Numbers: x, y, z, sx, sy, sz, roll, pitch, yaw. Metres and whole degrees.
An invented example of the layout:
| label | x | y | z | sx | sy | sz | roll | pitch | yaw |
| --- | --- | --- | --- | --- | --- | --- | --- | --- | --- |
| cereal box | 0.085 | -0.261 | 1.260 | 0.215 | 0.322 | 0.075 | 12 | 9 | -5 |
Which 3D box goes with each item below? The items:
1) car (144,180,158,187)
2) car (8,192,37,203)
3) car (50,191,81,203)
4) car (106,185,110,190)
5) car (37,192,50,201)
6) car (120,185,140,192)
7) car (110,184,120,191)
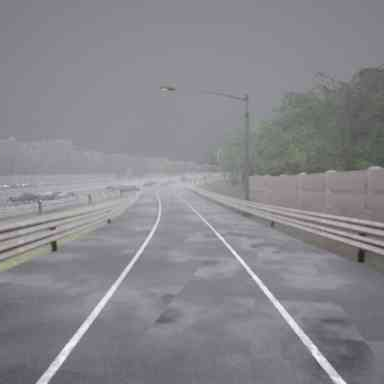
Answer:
| label | x | y | z | sx | sy | sz | roll | pitch | yaw |
| --- | --- | --- | --- | --- | --- | --- | --- | --- | --- |
| car | -11.771 | -2.411 | 93.303 | 2.097 | 1.767 | 4.553 | 0 | 4 | 12 |
| car | -24.586 | 0.726 | 49.082 | 2.033 | 1.411 | 5.357 | 0 | 4 | 12 |
| car | -17.733 | 0.764 | 47.654 | 1.812 | 1.442 | 4.674 | 0 | 4 | 12 |
| car | -18.453 | -1.172 | 78.440 | 1.895 | 1.301 | 4.718 | 0 | 4 | 12 |
| car | -20.752 | 0.604 | 50.321 | 1.812 | 1.442 | 4.674 | 0 | 4 | 12 |
| car | -12.835 | -0.780 | 71.102 | 2.033 | 1.411 | 5.357 | 0 | 4 | 12 |
| car | -15.848 | -0.927 | 73.795 | 1.994 | 1.385 | 4.181 | 0 | 4 | 12 |
